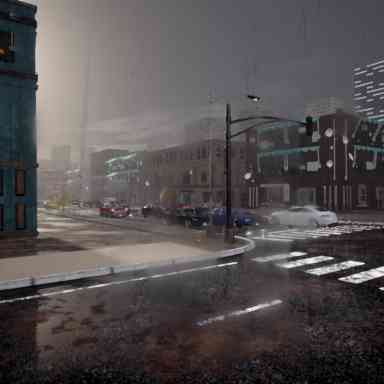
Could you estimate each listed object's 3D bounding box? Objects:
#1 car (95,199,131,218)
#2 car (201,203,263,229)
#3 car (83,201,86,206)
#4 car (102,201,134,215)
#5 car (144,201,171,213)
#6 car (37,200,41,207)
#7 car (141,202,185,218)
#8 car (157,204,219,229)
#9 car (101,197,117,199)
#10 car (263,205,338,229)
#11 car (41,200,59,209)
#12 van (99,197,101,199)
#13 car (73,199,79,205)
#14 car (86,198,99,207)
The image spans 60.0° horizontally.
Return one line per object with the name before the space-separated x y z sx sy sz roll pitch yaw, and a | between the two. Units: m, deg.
car | -8.331 1.846 35.169 1.967 1.590 4.097 -1 0 -35
car | 2.774 1.750 23.980 2.033 1.411 5.357 -1 0 -34
car | -20.722 2.228 67.103 1.887 1.381 4.507 -1 0 -35
car | -9.206 1.930 40.909 2.128 1.511 4.902 -1 0 -35
car | -4.699 1.966 44.536 1.802 1.307 4.206 -2 0 -35
car | -30.758 2.376 66.764 2.008 1.369 4.403 -1 0 -35
car | -3.206 1.812 32.443 2.128 1.511 4.902 -1 0 -35
car | -0.394 1.815 23.784 1.947 1.339 4.313 -1 0 -35
car | -11.374 1.849 49.475 2.097 1.767 4.553 -1 0 -35
car | 7.502 1.649 22.674 1.812 1.442 4.674 -2 0 -41
car | -24.251 2.233 57.598 1.752 1.417 4.829 -1 0 -35
van | -14.318 1.907 58.076 1.690 1.788 3.998 -1 0 -35
car | -27.130 2.364 76.130 1.947 1.339 4.313 -1 0 -35
car | -17.523 1.940 62.589 2.192 1.841 5.009 -1 0 -35
